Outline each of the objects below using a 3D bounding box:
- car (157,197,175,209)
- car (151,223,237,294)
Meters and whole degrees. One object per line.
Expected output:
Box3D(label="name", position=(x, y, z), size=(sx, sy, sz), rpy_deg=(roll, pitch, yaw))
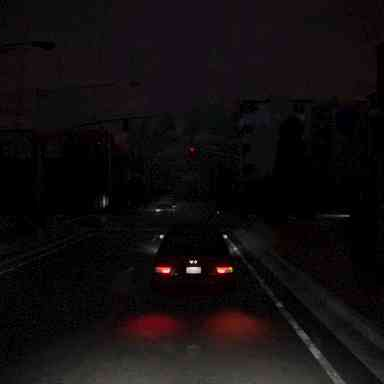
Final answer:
Box3D(label="car", position=(-3.712, 1.526, 46.013), size=(1.812, 1.442, 4.674), rpy_deg=(0, 0, 0))
Box3D(label="car", position=(0.038, 1.547, 8.901), size=(2.033, 1.411, 5.357), rpy_deg=(0, 0, 0))
